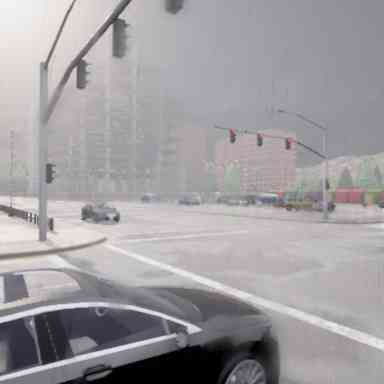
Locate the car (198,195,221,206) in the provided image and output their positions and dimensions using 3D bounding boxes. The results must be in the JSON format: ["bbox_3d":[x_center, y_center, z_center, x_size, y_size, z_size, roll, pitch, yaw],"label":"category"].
[{"bbox_3d":[3.797,1.786,72.586,1.970,1.475,3.806,1,0,-35],"label":"car"}]

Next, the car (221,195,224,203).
[{"bbox_3d":[6.164,1.779,74.253,1.784,1.438,3.905,1,0,-35],"label":"car"}]

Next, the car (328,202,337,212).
[{"bbox_3d":[15.634,1.471,41.083,1.905,1.878,3.866,1,0,-35],"label":"car"}]

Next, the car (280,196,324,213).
[{"bbox_3d":[13.237,1.444,39.461,1.932,1.855,4.605,1,0,-35],"label":"car"}]

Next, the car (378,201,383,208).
[{"bbox_3d":[31.653,1.641,52.417,1.905,1.878,3.866,1,0,-35],"label":"car"}]

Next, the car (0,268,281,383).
[{"bbox_3d":[-1.213,1.497,2.998,4.902,1.511,2.128,1,0,-37],"label":"car"}]

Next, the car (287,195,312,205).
[{"bbox_3d":[21.543,1.639,66.727,1.932,1.855,4.605,1,0,-35],"label":"car"}]

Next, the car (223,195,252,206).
[{"bbox_3d":[7.782,1.735,56.918,1.970,1.475,3.806,1,0,-35],"label":"car"}]

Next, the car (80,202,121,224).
[{"bbox_3d":[-7.144,1.572,25.759,2.128,1.511,4.902,1,0,-35],"label":"car"}]

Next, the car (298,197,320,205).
[{"bbox_3d":[23.946,1.874,68.342,1.784,1.438,3.905,1,0,-35],"label":"car"}]

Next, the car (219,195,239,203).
[{"bbox_3d":[8.330,1.592,75.841,1.932,1.855,4.605,1,0,-35],"label":"car"}]
